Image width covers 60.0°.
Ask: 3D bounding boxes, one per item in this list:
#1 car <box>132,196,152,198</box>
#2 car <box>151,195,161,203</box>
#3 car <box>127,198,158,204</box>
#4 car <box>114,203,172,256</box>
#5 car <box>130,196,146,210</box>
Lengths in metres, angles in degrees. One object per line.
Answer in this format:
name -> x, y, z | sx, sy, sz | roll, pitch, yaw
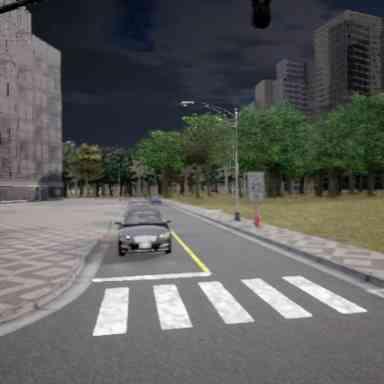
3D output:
car -> -5.095, 1.360, 31.487 | 1.882, 1.535, 5.008 | -1, 0, -10
car -> -6.401, 1.281, 56.817 | 2.033, 1.411, 5.357 | -1, 0, -11
car -> -3.500, 1.419, 22.172 | 1.837, 1.490, 4.892 | -1, 0, -10
car -> -1.921, 1.436, 13.093 | 2.128, 1.511, 4.902 | -1, 0, -10
car -> -6.853, 1.350, 41.634 | 1.837, 1.490, 4.892 | -1, 0, -10
